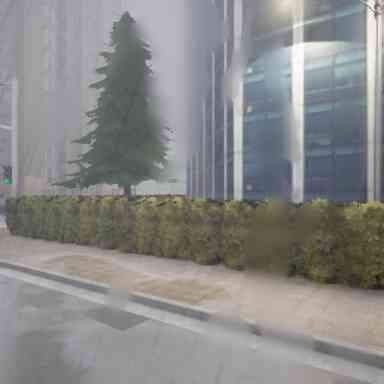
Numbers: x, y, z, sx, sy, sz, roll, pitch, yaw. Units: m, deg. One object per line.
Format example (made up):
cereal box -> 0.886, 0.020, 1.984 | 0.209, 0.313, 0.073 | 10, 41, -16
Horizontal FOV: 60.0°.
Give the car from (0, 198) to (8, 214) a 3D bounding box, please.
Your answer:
car -> -18.824, 1.352, 32.054 | 2.097, 1.767, 4.553 | 0, 0, 36
